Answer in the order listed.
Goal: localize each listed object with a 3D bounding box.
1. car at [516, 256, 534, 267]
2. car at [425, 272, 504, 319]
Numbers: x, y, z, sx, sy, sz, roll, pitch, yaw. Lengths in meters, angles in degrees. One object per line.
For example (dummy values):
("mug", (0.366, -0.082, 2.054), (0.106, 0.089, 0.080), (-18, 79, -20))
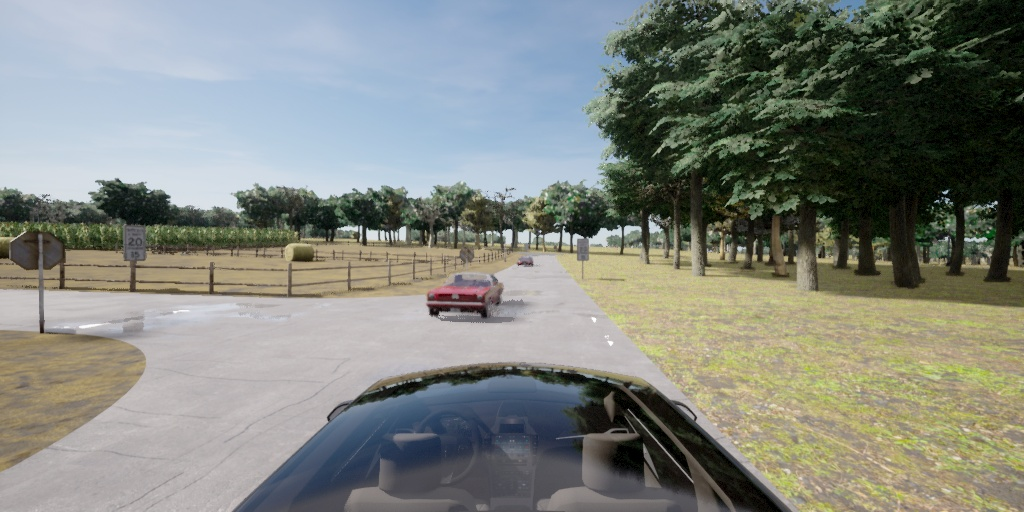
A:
("car", (1.716, 0.647, 45.375), (1.994, 1.385, 4.181), (0, 1, 6))
("car", (-1.449, 1.254, 12.611), (1.895, 1.301, 4.718), (1, 0, 5))
